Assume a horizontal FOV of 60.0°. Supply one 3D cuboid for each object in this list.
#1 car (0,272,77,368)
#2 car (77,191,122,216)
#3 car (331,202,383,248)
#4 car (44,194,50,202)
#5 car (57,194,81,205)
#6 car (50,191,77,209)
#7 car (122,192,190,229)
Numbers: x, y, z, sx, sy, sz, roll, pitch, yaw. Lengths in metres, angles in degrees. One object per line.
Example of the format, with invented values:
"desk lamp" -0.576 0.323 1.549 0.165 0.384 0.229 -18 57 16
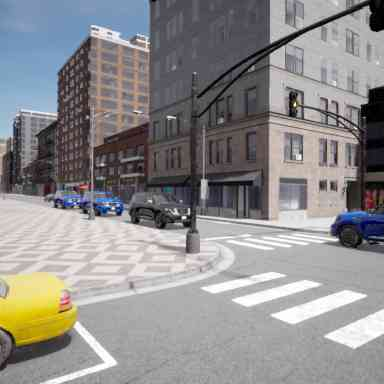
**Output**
"car" -3.945 1.525 3.938 4.829 1.417 1.752 0 1 -36
"car" -7.980 0.960 29.212 2.150 2.045 5.566 1 0 -35
"car" 8.004 1.201 12.158 2.150 2.045 5.566 1 0 -35
"car" -24.269 0.998 57.768 1.812 1.442 4.674 1 0 -35
"car" -18.324 1.057 49.370 2.128 1.511 4.902 1 0 -35
"car" -14.177 0.862 37.997 2.150 2.045 5.566 1 0 -35
"car" -2.036 1.053 20.803 2.150 2.045 5.566 1 0 -35
